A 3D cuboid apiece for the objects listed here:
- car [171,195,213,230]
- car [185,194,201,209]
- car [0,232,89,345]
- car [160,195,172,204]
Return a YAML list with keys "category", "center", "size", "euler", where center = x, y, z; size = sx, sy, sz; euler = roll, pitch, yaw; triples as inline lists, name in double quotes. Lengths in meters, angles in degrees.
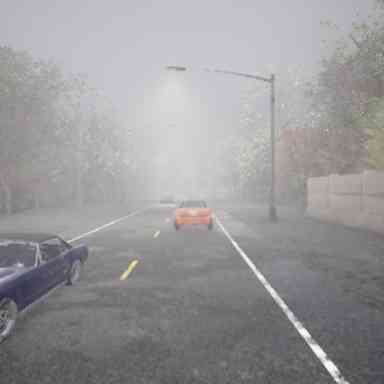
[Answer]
- category: "car"
  center: [0.087, 1.159, 20.034]
  size: [2.097, 1.767, 4.553]
  euler: [-1, 1, 0]
- category: "car"
  center: [0.108, 1.087, 39.656]
  size: [1.882, 1.535, 5.008]
  euler: [0, 1, 0]
- category: "car"
  center: [-3.595, 1.529, 6.389]
  size: [1.895, 1.301, 4.718]
  euler: [1, 0, 0]
- category: "car"
  center: [-3.562, 1.067, 49.403]
  size: [1.994, 1.385, 4.181]
  euler: [0, 1, 0]
